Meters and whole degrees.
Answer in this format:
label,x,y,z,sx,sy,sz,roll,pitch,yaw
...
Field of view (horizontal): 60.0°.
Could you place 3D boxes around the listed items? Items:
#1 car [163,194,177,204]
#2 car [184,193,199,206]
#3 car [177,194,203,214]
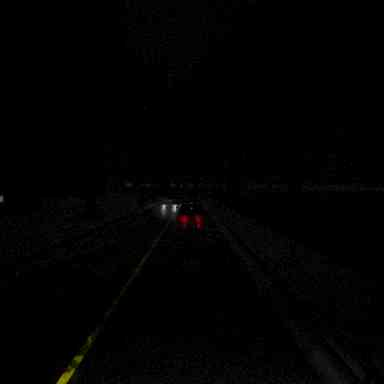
label,x,y,z,sx,sy,sz,roll,pitch,yaw
car,-3.090,1.014,47.980,1.812,1.442,4.674,0,1,0
car,-0.049,0.985,44.009,1.882,1.535,5.008,0,1,0
car,-0.029,1.164,30.888,2.128,1.511,4.902,0,1,0
